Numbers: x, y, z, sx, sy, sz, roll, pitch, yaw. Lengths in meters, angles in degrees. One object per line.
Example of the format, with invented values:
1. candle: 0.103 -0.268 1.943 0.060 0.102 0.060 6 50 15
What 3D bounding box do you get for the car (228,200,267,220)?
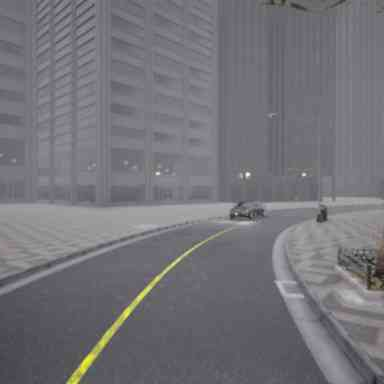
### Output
1. car: 4.690 1.452 27.609 1.837 1.490 4.892 0 0 32
